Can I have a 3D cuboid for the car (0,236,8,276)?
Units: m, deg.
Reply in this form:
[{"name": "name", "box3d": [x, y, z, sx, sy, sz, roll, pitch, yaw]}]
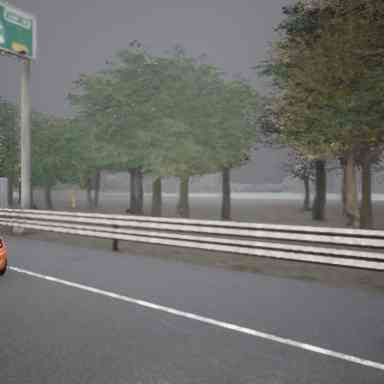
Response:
[{"name": "car", "box3d": [-6.992, 1.352, 8.990, 4.553, 1.767, 2.097, 0, 0, 36]}]
